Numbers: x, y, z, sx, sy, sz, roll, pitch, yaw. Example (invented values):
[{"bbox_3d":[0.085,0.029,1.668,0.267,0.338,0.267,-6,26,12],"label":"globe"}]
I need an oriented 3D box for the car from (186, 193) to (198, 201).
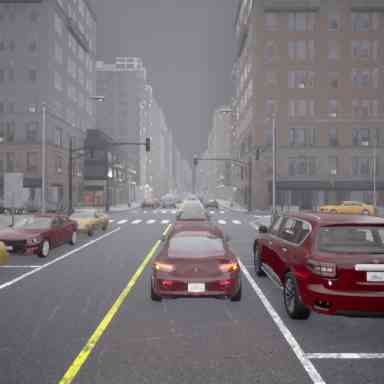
[{"bbox_3d":[0.044,1.570,85.243,2.033,1.411,5.357,0,0,0],"label":"car"}]

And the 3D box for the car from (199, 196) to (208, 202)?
[{"bbox_3d":[2.716,1.608,79.548,1.802,1.307,4.206,1,0,0],"label":"car"}]

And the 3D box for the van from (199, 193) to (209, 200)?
[{"bbox_3d":[2.710,1.358,62.529,1.690,1.788,3.998,1,0,0],"label":"van"}]

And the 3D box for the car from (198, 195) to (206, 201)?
[{"bbox_3d":[2.721,1.600,90.895,1.947,1.339,4.313,1,0,0],"label":"car"}]

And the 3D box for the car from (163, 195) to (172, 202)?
[{"bbox_3d":[-5.808,1.466,79.559,1.967,1.590,4.097,1,0,0],"label":"car"}]

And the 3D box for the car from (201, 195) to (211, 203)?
[{"bbox_3d":[2.702,1.595,51.182,1.802,1.307,4.206,1,0,0],"label":"car"}]

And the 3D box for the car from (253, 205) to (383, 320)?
[{"bbox_3d":[2.683,1.317,7.240,2.192,1.841,5.009,1,0,0],"label":"car"}]

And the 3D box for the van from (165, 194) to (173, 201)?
[{"bbox_3d":[-5.805,1.371,85.232,1.690,1.788,3.998,1,0,0],"label":"van"}]

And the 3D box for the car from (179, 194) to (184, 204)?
[{"bbox_3d":[-3.033,1.581,61.602,1.994,1.385,4.181,0,0,0],"label":"car"}]

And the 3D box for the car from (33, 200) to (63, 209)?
[{"bbox_3d":[-15.244,1.440,32.448,5.357,1.411,2.033,0,-1,6],"label":"car"}]

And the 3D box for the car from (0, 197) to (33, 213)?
[{"bbox_3d":[-17.245,1.198,29.697,4.553,1.767,2.097,1,-1,0],"label":"car"}]

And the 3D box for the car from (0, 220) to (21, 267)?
[{"bbox_3d":[-5.845,1.527,7.083,1.752,1.417,4.829,1,0,0],"label":"car"}]

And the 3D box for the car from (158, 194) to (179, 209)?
[{"bbox_3d":[-3.073,1.511,45.132,1.837,1.490,4.892,0,1,0],"label":"car"}]

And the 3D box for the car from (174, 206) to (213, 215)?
[{"bbox_3d":[0.072,1.605,17.375,1.895,1.301,4.718,0,0,0],"label":"car"}]

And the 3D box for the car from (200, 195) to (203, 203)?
[{"bbox_3d":[2.704,1.597,56.855,1.802,1.307,4.206,1,0,0],"label":"car"}]

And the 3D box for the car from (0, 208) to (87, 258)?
[{"bbox_3d":[-5.843,1.547,12.877,1.887,1.381,4.507,1,0,0],"label":"car"}]

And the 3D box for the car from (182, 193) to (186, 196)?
[{"bbox_3d":[-2.961,1.556,76.689,2.033,1.411,5.357,0,0,0],"label":"car"}]

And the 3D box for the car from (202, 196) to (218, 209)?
[{"bbox_3d":[2.699,1.593,45.508,1.802,1.307,4.206,1,0,0],"label":"car"}]

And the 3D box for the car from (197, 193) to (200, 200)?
[{"bbox_3d":[2.713,1.335,68.202,2.192,1.841,5.009,1,0,0],"label":"car"}]

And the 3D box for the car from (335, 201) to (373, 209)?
[{"bbox_3d":[15.141,1.641,32.697,5.008,1.535,1.882,0,-1,1],"label":"car"}]

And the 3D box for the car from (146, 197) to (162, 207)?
[{"bbox_3d":[-5.824,1.557,51.195,1.887,1.381,4.507,1,0,0],"label":"car"}]

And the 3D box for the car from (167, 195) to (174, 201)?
[{"bbox_3d":[-5.804,1.615,90.904,1.802,1.307,4.206,1,0,0],"label":"car"}]

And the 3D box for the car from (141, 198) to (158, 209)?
[{"bbox_3d":[-5.827,1.555,45.522,1.887,1.381,4.507,1,0,0],"label":"car"}]

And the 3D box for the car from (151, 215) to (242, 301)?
[{"bbox_3d":[0.090,1.528,8.197,1.812,1.442,4.674,0,0,0],"label":"car"}]

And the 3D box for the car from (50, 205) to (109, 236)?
[{"bbox_3d":[-5.840,1.529,18.332,1.752,1.417,4.829,1,0,0],"label":"car"}]

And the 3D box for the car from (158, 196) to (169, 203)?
[{"bbox_3d":[-5.815,1.602,68.213,1.802,1.307,4.206,1,0,0],"label":"car"}]
